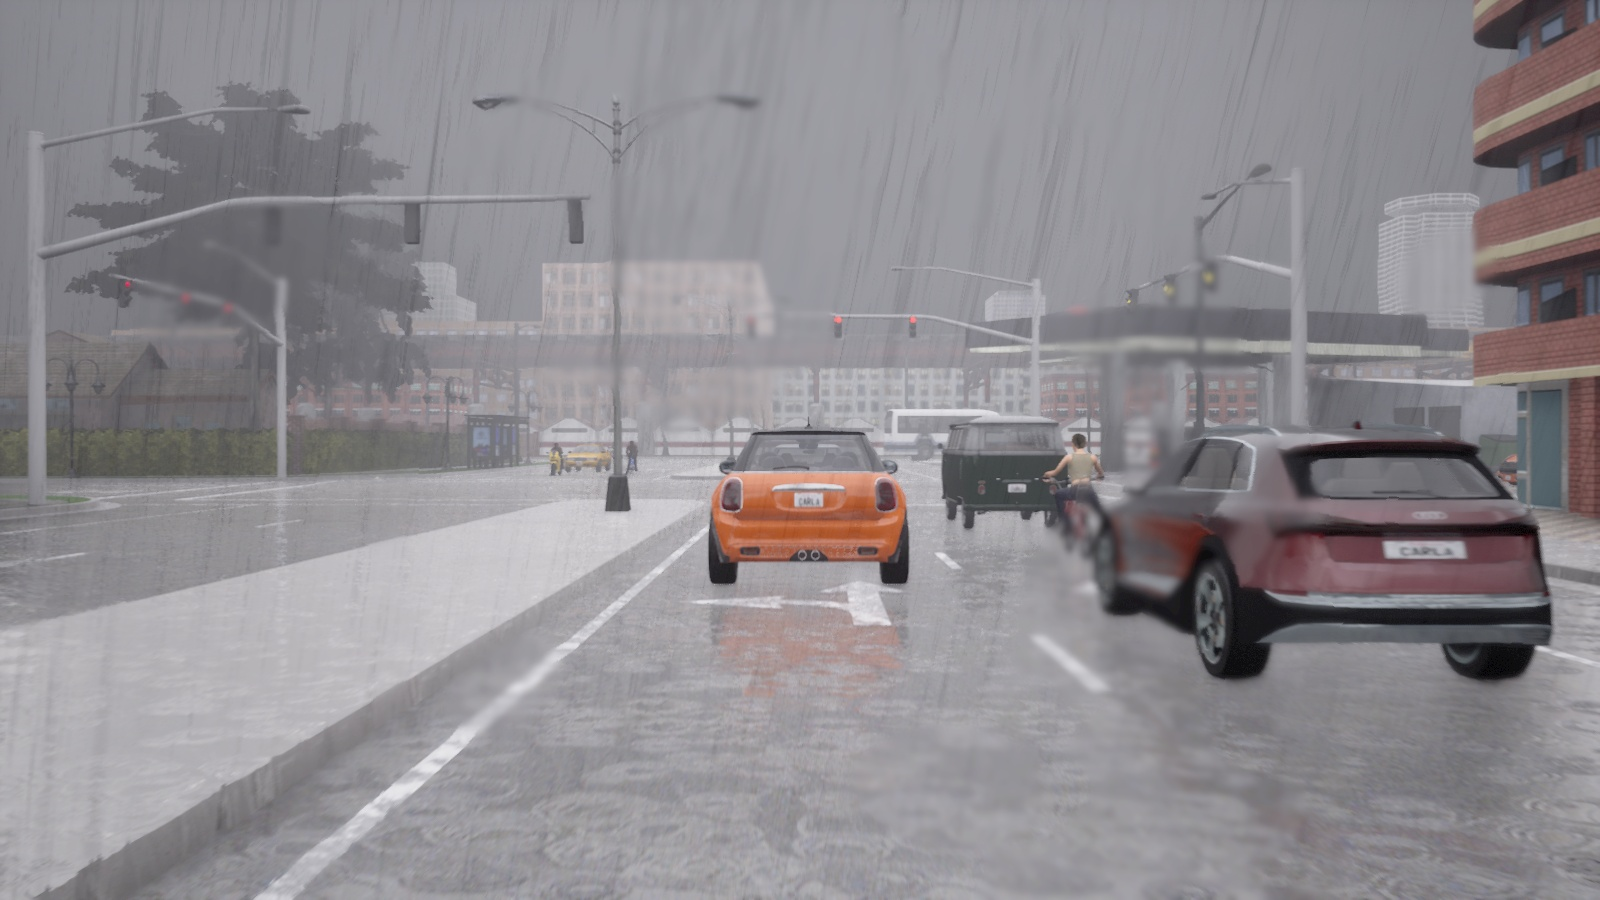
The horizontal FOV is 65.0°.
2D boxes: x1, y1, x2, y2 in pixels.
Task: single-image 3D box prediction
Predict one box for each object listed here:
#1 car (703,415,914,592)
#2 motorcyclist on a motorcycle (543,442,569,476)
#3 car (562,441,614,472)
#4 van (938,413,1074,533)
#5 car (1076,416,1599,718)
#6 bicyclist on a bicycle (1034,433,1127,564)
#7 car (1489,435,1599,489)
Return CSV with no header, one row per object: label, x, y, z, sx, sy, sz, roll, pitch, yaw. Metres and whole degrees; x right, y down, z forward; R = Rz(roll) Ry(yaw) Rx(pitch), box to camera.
car,0.099,0.522,14.785,2.097,1.767,4.553,0,0,0
motorcyclist on a motorcycle,-11.175,0.395,57.551,0.797,1.523,2.044,0,0,0
car,-11.109,0.304,66.116,1.801,1.575,5.366,0,0,0
van,3.647,0.373,22.995,1.775,1.987,4.442,0,0,0
car,3.568,0.627,9.295,2.033,1.649,4.856,0,0,1
bicyclist on a bicycle,3.609,0.594,16.291,0.866,1.612,1.509,0,0,0
car,25.795,0.390,41.786,4.553,1.767,2.097,0,0,-1
